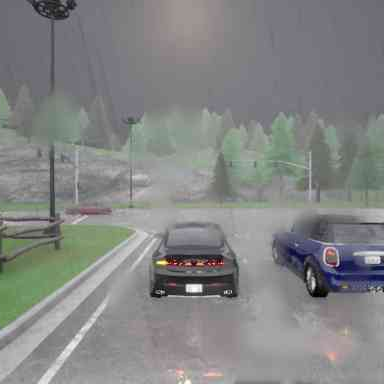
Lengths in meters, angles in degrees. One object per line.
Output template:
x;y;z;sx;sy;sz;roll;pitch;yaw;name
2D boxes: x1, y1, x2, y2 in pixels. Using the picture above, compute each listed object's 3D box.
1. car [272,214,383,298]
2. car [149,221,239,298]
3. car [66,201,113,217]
3.556;1.352;8.647;2.097;1.767;4.553;0;0;0;car
0.054;1.505;8.475;1.837;1.490;4.892;0;0;0;car
-9.547;1.564;30.986;4.181;1.385;1.994;0;0;-14;car
